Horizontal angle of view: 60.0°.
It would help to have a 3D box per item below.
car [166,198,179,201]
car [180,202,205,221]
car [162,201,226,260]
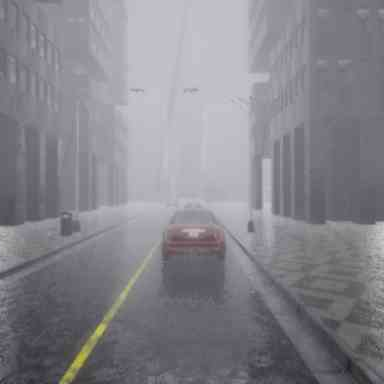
[{"bbox_3d":[-3.051,1.654,52.209,2.128,1.511,4.902,0,0,0],"label":"car"},{"bbox_3d":[0.079,1.622,28.326,1.994,1.385,4.181,0,0,0],"label":"car"},{"bbox_3d":[0.070,1.372,12.610,2.097,1.767,4.553,0,0,0],"label":"car"}]
